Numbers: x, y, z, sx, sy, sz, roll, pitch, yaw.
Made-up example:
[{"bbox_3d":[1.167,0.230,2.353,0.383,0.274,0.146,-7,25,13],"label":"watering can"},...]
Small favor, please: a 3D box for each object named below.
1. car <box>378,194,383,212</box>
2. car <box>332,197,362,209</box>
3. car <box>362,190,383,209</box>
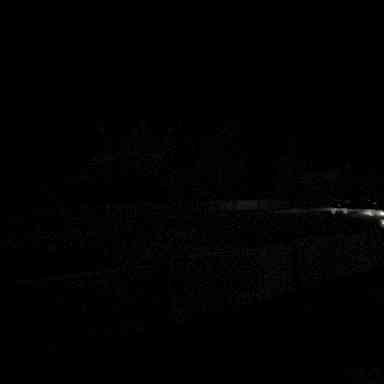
[{"bbox_3d":[19.410,1.150,30.612,4.674,1.442,1.812,0,0,-35],"label":"car"},{"bbox_3d":[18.189,1.179,38.319,4.718,1.301,1.895,0,0,-35],"label":"car"},{"bbox_3d":[21.337,0.812,36.252,5.566,2.045,2.150,0,0,-35],"label":"car"}]
